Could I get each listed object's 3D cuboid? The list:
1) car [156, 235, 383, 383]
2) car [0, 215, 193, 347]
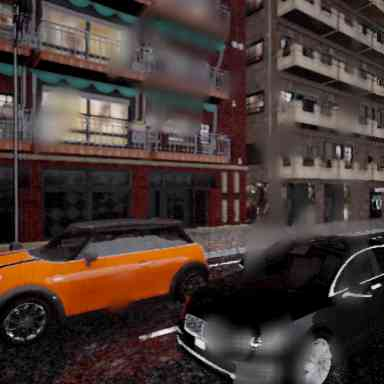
[{"bbox_3d":[2.050,1.512,5.299,4.892,1.490,1.837,0,0,-36],"label":"car"},{"bbox_3d":[-1.872,1.352,6.442,4.553,1.767,2.097,0,0,-36],"label":"car"}]
